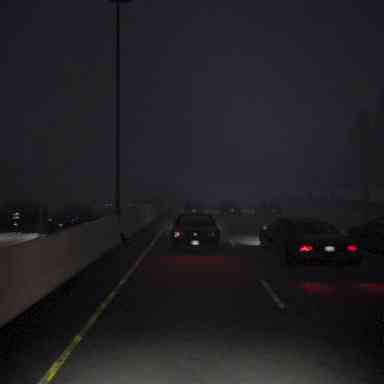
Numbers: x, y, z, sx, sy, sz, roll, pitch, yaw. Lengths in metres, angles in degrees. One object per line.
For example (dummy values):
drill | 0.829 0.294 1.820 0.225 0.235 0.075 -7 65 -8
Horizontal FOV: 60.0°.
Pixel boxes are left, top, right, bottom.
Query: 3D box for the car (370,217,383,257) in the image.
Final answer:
car | 7.122 1.553 11.694 1.994 1.385 4.181 0 0 0

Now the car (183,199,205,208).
car | 0.179 1.448 31.593 2.128 1.511 4.902 0 0 0

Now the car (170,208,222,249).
car | 0.133 1.581 14.503 1.895 1.301 4.718 0 0 0

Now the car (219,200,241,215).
car | 3.669 1.483 32.599 1.812 1.442 4.674 0 0 0

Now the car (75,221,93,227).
car | -7.050 1.493 20.211 1.812 1.442 4.674 0 0 0

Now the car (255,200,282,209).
car | 7.179 1.453 31.561 2.128 1.511 4.902 0 0 0

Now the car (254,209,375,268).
car | 3.624 1.534 11.229 2.033 1.411 5.357 0 0 0
